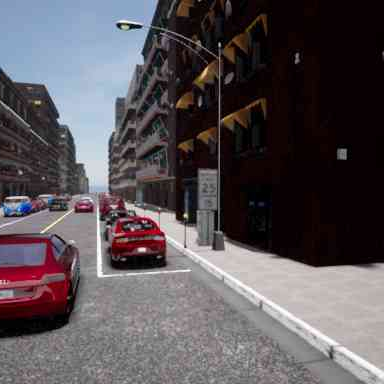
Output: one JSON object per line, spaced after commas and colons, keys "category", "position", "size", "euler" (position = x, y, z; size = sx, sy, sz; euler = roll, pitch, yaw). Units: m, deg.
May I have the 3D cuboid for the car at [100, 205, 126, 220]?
{"category": "car", "position": [-3.521, 1.561, 16.907], "size": [1.947, 1.339, 4.313], "euler": [-1, 0, -16]}

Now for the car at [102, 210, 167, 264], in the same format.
{"category": "car", "position": [-2.061, 1.542, 11.789], "size": [1.887, 1.381, 4.507], "euler": [-1, 0, -16]}

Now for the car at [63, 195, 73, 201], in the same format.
{"category": "car", "position": [-31.789, 1.553, 85.442], "size": [1.947, 1.339, 4.313], "euler": [-1, 0, -16]}

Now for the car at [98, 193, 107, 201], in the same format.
{"category": "car", "position": [-23.725, 1.309, 87.710], "size": [2.192, 1.841, 5.009], "euler": [-1, 0, -16]}

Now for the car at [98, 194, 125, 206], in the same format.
{"category": "car", "position": [-6.632, 1.308, 27.798], "size": [2.192, 1.841, 5.009], "euler": [-1, 0, -16]}

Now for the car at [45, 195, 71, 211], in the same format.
{"category": "car", "position": [-16.050, 1.491, 40.118], "size": [1.837, 1.490, 4.892], "euler": [0, 0, -16]}

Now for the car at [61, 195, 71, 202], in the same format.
{"category": "car", "position": [-30.237, 1.426, 79.995], "size": [1.967, 1.590, 4.097], "euler": [-1, 0, -16]}

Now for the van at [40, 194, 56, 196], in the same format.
{"category": "van", "position": [-20.897, 1.325, 47.321], "size": [1.690, 1.788, 3.998], "euler": [-1, 0, -16]}

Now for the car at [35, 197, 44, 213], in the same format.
{"category": "car", "position": [-17.772, 1.566, 36.432], "size": [1.802, 1.307, 4.206], "euler": [-1, 0, -16]}

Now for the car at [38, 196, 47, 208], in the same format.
{"category": "car", "position": [-19.328, 1.566, 41.877], "size": [1.802, 1.307, 4.206], "euler": [-1, 0, -16]}

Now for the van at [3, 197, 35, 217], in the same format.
{"category": "van", "position": [-16.220, 1.326, 30.985], "size": [1.690, 1.788, 3.998], "euler": [-1, 0, -16]}

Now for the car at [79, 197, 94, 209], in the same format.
{"category": "car", "position": [-14.885, 1.513, 46.986], "size": [1.812, 1.442, 4.674], "euler": [0, 0, -16]}

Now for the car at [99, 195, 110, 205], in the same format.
{"category": "car", "position": [-15.954, 1.430, 60.479], "size": [1.967, 1.590, 4.097], "euler": [-1, 0, -16]}

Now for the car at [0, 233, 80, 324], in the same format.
{"category": "car", "position": [-3.507, 1.561, 7.091], "size": [1.994, 1.385, 4.181], "euler": [0, 0, -16]}

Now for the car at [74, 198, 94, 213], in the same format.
{"category": "car", "position": [-12.074, 1.553, 37.327], "size": [1.994, 1.385, 4.181], "euler": [0, 0, -15]}
